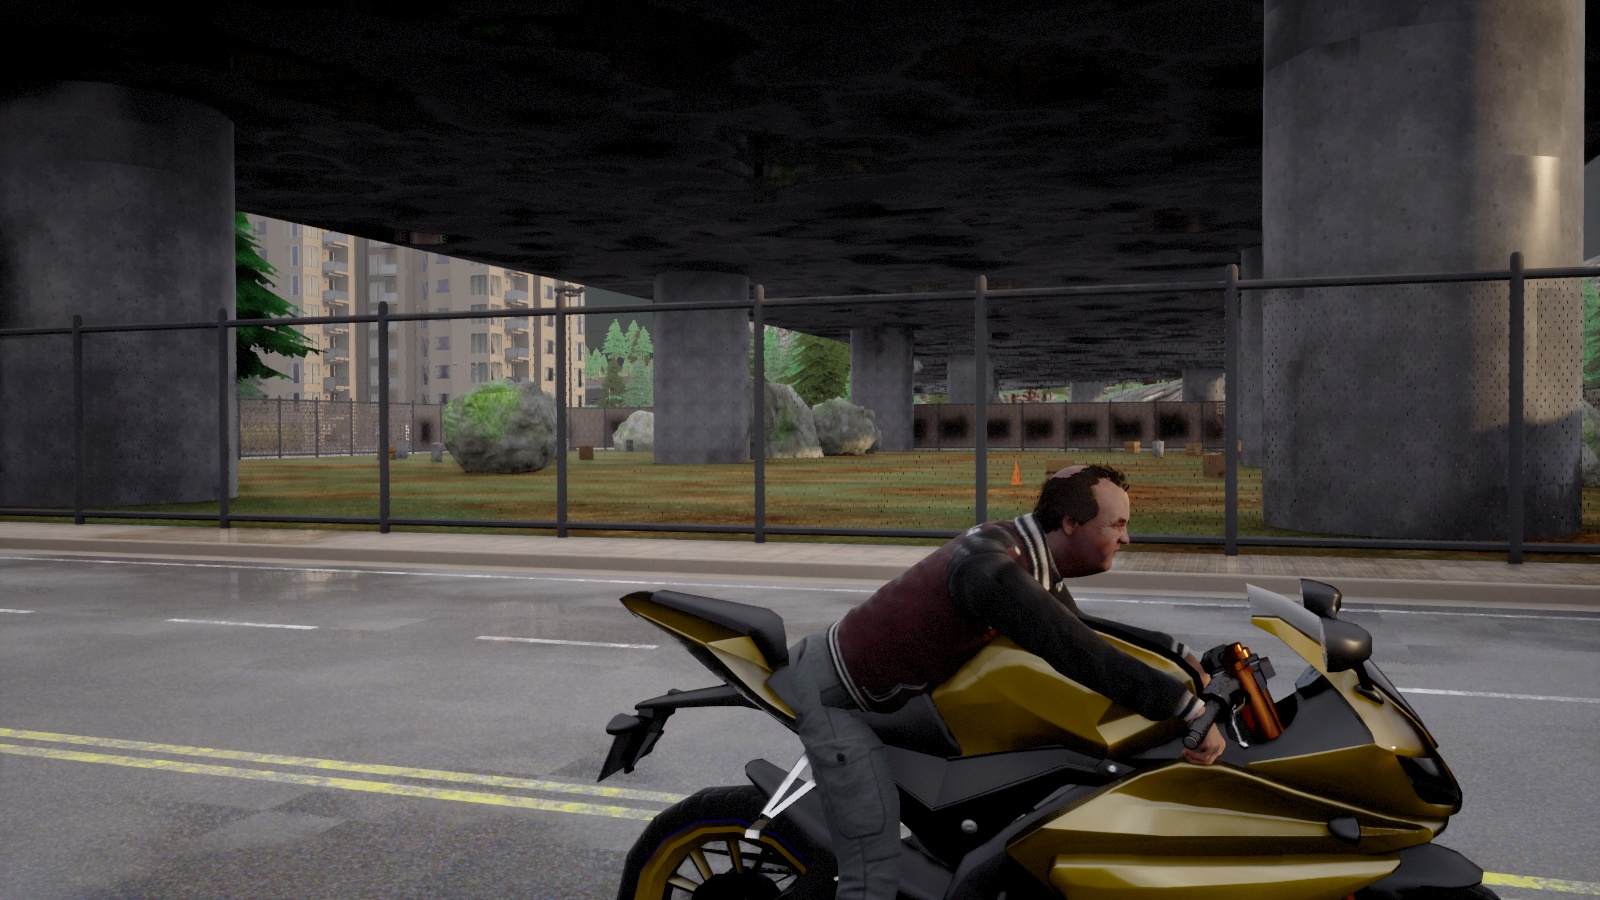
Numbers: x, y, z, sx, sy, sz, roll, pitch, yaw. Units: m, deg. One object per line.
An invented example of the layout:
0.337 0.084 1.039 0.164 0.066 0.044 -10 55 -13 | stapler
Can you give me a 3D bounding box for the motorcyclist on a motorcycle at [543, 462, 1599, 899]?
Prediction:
0.575 0.816 3.000 2.191 1.530 0.866 1 1 19 | motorcyclist on a motorcycle
